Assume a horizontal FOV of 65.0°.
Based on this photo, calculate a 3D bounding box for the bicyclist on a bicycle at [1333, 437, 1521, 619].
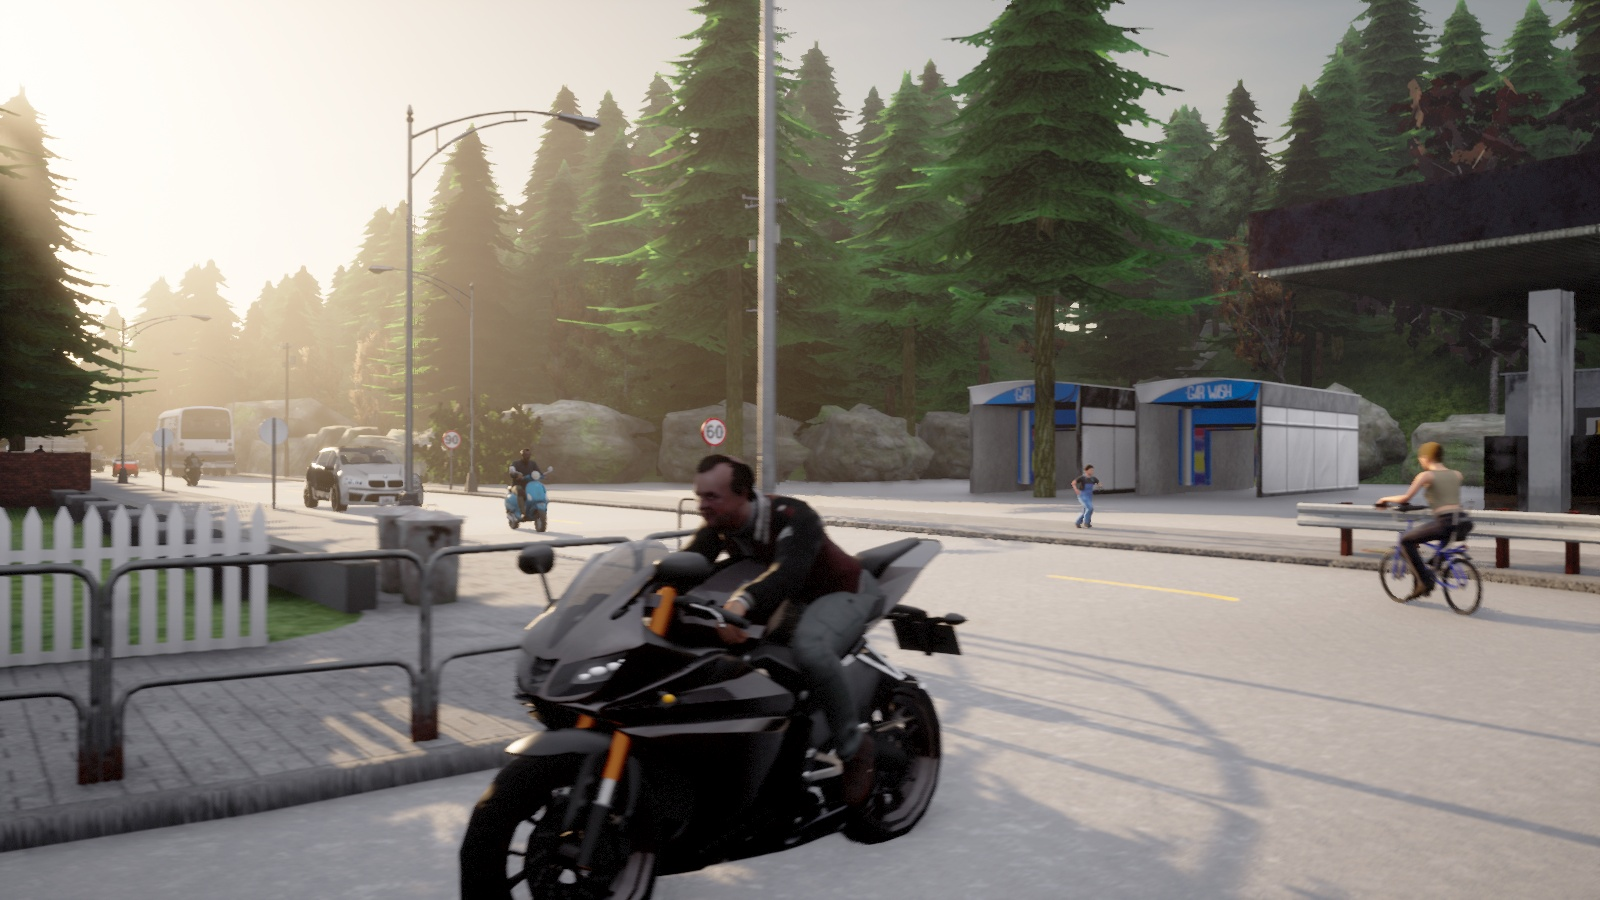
[{"bbox_3d":[5.980,0.704,12.079,0.866,1.612,1.509,-2,0,-9],"label":"bicyclist on a bicycle"}]

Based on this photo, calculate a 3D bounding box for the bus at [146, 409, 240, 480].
[{"bbox_3d":[-39.035,-0.306,80.476,3.944,4.253,10.273,0,0,-34],"label":"bus"}]

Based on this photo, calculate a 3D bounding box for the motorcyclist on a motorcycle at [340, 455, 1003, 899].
[{"bbox_3d":[-0.296,0.794,4.230,0.866,1.530,2.191,-2,-1,42],"label":"motorcyclist on a motorcycle"}]

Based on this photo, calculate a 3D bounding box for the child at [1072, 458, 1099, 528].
[{"bbox_3d":[5.246,0.788,23.091,0.270,1.263,0.437,0,0,-29],"label":"child"}]

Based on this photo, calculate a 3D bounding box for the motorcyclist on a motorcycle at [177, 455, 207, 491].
[{"bbox_3d":[-26.896,1.004,55.558,0.866,1.530,2.191,0,0,-34],"label":"motorcyclist on a motorcycle"}]

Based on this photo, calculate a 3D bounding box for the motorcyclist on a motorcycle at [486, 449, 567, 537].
[{"bbox_3d":[-5.201,0.779,23.799,0.866,1.590,1.817,0,0,-34],"label":"motorcyclist on a motorcycle"}]

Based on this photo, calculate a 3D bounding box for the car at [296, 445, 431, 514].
[{"bbox_3d":[-11.580,0.709,33.132,2.242,1.667,4.611,0,0,-34],"label":"car"}]

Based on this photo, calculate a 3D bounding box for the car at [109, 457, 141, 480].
[{"bbox_3d":[-41.087,1.119,76.385,1.481,1.376,2.207,0,0,-34],"label":"car"}]
